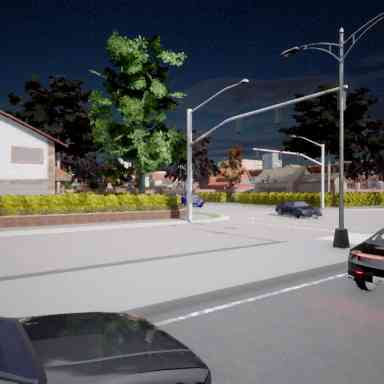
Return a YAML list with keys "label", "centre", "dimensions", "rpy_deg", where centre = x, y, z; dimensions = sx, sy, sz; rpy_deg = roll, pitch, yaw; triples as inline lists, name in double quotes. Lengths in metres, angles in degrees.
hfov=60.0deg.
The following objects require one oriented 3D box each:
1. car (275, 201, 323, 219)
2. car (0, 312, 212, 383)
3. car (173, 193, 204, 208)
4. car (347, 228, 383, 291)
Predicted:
- label: "car"
  centre: [9.017, 1.478, 28.558]
  dimensions: [2.033, 1.411, 5.357]
  rpy_deg: [0, 0, -11]
- label: "car"
  centre: [-2.361, 1.543, 2.060]
  dimensions: [5.357, 1.411, 2.033]
  rpy_deg: [0, 0, -36]
- label: "car"
  centre: [-0.690, 1.110, 44.695]
  dimensions: [2.150, 2.045, 5.566]
  rpy_deg: [0, 0, -36]
- label: "car"
  centre: [5.573, 1.474, 7.720]
  dimensions: [4.902, 1.511, 2.128]
  rpy_deg: [0, 0, -35]
